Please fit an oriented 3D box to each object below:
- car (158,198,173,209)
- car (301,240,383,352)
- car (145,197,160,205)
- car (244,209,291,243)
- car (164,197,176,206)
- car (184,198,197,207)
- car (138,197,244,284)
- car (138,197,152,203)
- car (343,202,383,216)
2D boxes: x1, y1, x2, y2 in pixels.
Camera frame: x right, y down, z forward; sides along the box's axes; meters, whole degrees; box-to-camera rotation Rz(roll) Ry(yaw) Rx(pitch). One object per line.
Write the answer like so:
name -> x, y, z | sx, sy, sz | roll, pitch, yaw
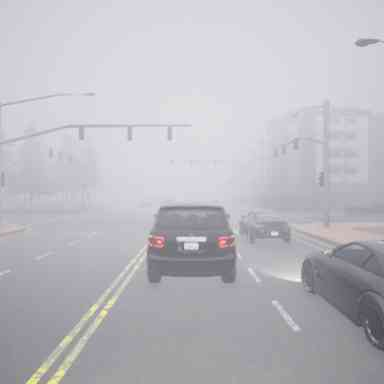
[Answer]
car -> -3.896, 1.653, 50.329 | 1.882, 1.535, 5.008 | 0, 0, 0
car -> 3.562, 1.586, 6.206 | 1.994, 1.385, 4.181 | 0, 0, 0
car -> -7.445, 1.712, 63.172 | 2.128, 1.511, 4.902 | 0, 0, 0
car -> 3.486, 1.582, 16.376 | 1.812, 1.442, 4.674 | 0, 0, 0
car -> -3.941, 1.686, 59.745 | 1.882, 1.535, 5.008 | 0, 0, 0
car -> -0.249, 1.758, 55.809 | 1.994, 1.385, 4.181 | 0, 0, 0
car -> -0.006, 1.258, 9.857 | 2.150, 2.045, 5.566 | 0, 0, 0
car -> -7.401, 1.662, 52.903 | 1.882, 1.535, 5.008 | 0, 0, -1
car -> 18.032, 1.718, 33.952 | 4.718, 1.301, 1.895 | 0, 0, -2
